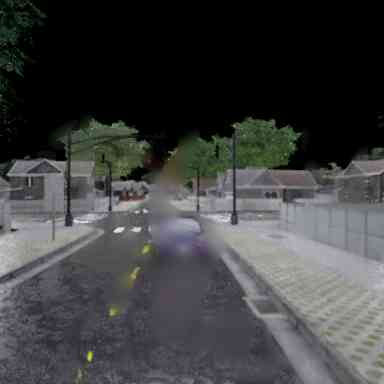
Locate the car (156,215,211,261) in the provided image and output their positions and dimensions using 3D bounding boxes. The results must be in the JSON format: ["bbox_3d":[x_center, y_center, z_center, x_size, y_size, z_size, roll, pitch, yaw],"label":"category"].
[{"bbox_3d":[-0.375,1.595,12.468,1.812,1.442,4.674,0,0,-3],"label":"car"}]

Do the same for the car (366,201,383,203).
[{"bbox_3d":[19.006,1.641,34.978,4.181,1.385,1.994,0,-1,-5],"label":"car"}]
